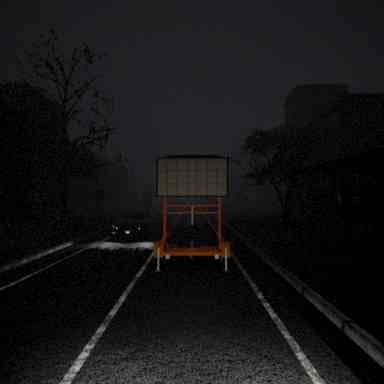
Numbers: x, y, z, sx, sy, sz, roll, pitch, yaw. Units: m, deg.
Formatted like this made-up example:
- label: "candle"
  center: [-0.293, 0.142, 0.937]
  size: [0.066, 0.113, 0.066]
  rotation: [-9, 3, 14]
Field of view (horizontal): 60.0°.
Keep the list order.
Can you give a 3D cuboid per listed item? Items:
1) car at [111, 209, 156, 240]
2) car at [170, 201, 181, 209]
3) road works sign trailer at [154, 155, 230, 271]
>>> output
- label: "car"
  center: [-3.085, 1.715, 18.361]
  size: [1.837, 1.490, 4.892]
  rotation: [0, -1, 0]
- label: "car"
  center: [-3.013, 2.363, 61.220]
  size: [2.033, 1.411, 5.357]
  rotation: [0, -1, 1]
- label: "road works sign trailer"
  center: [0.009, 0.566, 11.193]
  size: [2.380, 3.560, 2.880]
  rotation: [0, -1, 0]
